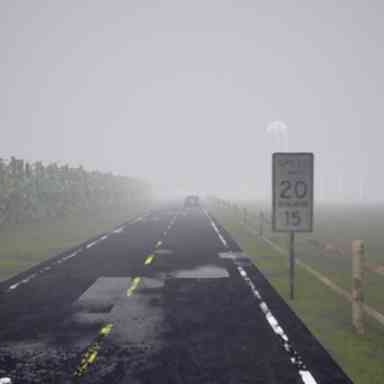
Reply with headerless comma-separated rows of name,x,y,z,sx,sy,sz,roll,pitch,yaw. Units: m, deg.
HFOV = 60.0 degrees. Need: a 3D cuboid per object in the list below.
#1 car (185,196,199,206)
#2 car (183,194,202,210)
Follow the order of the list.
car,0.011,1.302,48.153,1.895,1.301,4.718,0,0,0
car,0.064,1.112,37.779,2.097,1.767,4.553,0,0,0
